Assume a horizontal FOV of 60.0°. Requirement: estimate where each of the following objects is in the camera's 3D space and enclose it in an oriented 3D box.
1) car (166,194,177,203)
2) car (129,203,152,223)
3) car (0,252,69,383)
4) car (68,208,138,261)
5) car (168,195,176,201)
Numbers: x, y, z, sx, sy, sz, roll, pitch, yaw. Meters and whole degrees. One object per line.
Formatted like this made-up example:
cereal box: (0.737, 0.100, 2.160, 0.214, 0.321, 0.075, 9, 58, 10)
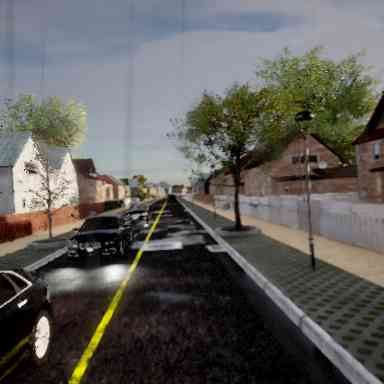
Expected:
car: (-4.658, 1.404, 76.371, 2.150, 2.045, 5.566, -3, 0, -4)
car: (-4.425, 1.718, 27.753, 2.128, 1.511, 4.902, -3, 0, -3)
car: (-2.898, 1.664, 3.177, 1.837, 1.490, 4.892, -3, 0, -4)
car: (-3.553, 1.693, 13.540, 1.837, 1.490, 4.892, -3, 0, -3)
car: (-5.322, 1.569, 87.079, 1.882, 1.535, 5.008, -3, 0, -4)
